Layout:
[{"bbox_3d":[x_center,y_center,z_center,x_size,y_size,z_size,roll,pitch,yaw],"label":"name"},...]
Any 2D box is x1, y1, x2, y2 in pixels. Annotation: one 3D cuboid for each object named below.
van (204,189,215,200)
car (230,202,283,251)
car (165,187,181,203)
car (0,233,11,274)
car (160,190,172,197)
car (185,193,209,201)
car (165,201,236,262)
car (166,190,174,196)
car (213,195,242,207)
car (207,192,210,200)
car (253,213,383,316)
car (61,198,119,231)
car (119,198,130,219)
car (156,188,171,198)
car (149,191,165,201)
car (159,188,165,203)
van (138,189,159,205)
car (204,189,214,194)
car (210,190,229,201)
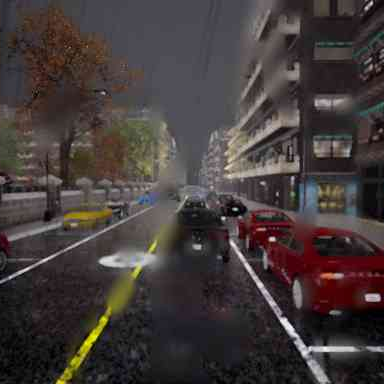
[{"bbox_3d":[3.033,0.325,57.029,1.690,1.788,3.998,0,1,0],"label":"van"},{"bbox_3d":[2.764,1.313,12.759,1.887,1.381,4.507,0,1,0],"label":"car"},{"bbox_3d":[-2.718,0.373,46.898,2.150,2.045,5.566,0,1,0],"label":"car"},{"bbox_3d":[-5.650,1.447,7.276,1.802,1.307,4.206,0,1,0],"label":"car"},{"bbox_3d":[-5.278,0.353,68.152,1.947,1.339,4.313,0,1,0],"label":"car"},{"bbox_3d":[0.289,1.044,30.992,1.895,1.301,4.718,0,1,0],"label":"car"},{"bbox_3d":[0.166,1.271,11.294,1.882,1.535,5.008,0,1,0],"label":"car"},{"bbox_3d":[-5.211,0.176,79.221,1.802,1.307,4.206,0,1,0],"label":"car"},{"bbox_3d":[2.831,1.136,23.828,1.947,1.339,4.313,0,1,0],"label":"car"},{"bbox_3d":[2.899,0.940,34.896,1.947,1.339,4.313,0,1,0],"label":"car"},{"bbox_3d":[2.730,1.412,7.225,1.887,1.381,4.507,0,1,0],"label":"car"},{"bbox_3d":[-5.584,1.195,18.173,1.752,1.417,4.829,0,1,0],"label":"car"},{"bbox_3d":[-5.549,1.119,23.878,2.008,1.369,4.403,0,1,0],"label":"car"},{"bbox_3d":[-5.314,0.199,62.614,2.192,1.841,5.009,0,1,0],"label":"car"},{"bbox_3d":[-5.380,0.629,51.549,2.008,1.369,4.403,0,1,0],"label":"car"},{"bbox_3d":[-5.415,0.491,46.010,2.192,1.841,5.009,0,1,0],"label":"car"},{"bbox_3d":[-5.449,0.615,40.476,1.690,1.788,3.998,0,1,0],"label":"van"},{"bbox_3d":[3.000,0.647,51.499,1.947,1.339,4.313,0,1,0],"label":"car"},{"bbox_3d":[2.864,0.912,29.359,1.967,1.590,4.097,0,1,0],"label":"car"}]
